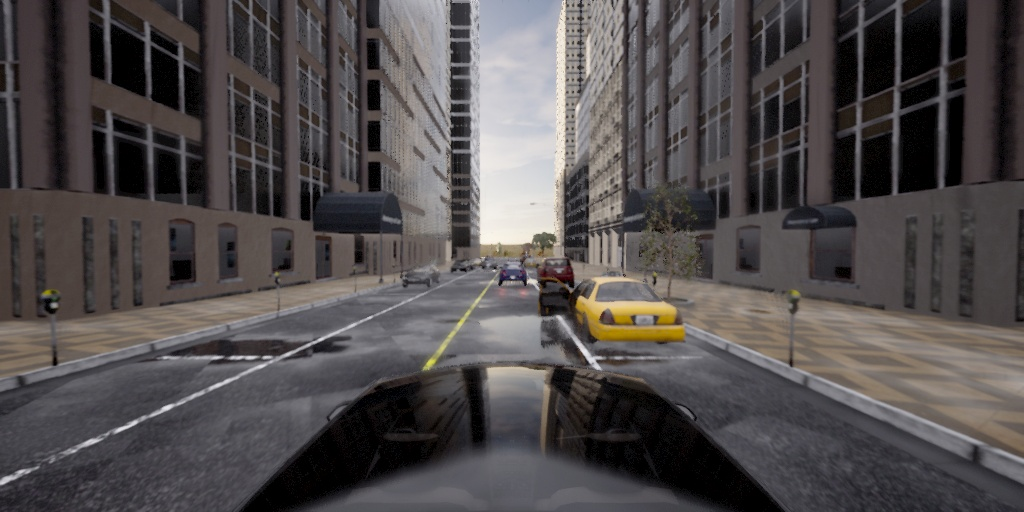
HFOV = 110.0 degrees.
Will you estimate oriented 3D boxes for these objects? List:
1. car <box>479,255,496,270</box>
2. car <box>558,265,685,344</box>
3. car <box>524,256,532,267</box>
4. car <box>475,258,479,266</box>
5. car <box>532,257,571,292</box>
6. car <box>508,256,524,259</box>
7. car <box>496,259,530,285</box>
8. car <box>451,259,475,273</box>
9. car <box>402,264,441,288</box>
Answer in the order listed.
[{"bbox_3d":[-2.982,1.018,47.677,2.128,1.511,4.902,0,0,0],"label":"car"},{"bbox_3d":[2.519,1.173,9.371,1.801,1.575,5.366,0,0,0],"label":"car"},{"bbox_3d":[2.717,1.030,51.413,1.751,1.417,4.829,0,0,0],"label":"car"},{"bbox_3d":[-5.667,1.103,45.627,1.948,1.339,4.313,0,0,0],"label":"car"},{"bbox_3d":[2.702,0.970,22.868,2.192,1.841,5.009,0,0,0],"label":"car"},{"bbox_3d":[0.121,1.007,48.738,2.128,1.511,4.902,0,0,0],"label":"car"},{"bbox_3d":[0.072,1.171,25.042,1.812,1.442,4.674,0,0,1],"label":"car"},{"bbox_3d":[-5.670,1.134,39.953,1.948,1.339,4.313,0,0,0],"label":"car"},{"bbox_3d":[-5.679,1.206,22.930,2.007,1.370,4.403,0,0,0],"label":"car"}]
